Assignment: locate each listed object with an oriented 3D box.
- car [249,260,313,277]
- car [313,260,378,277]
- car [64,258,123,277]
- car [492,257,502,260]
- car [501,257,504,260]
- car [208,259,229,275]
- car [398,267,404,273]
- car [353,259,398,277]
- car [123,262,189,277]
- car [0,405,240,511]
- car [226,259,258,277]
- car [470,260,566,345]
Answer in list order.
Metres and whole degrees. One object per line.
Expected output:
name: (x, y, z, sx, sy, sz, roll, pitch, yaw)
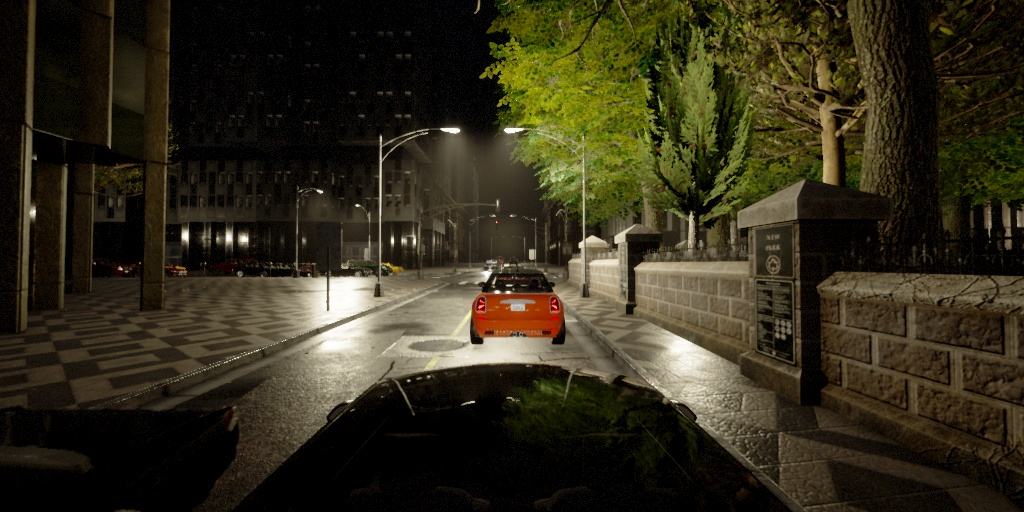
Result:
car: (-20.021, 1.283, 31.521, 4.313, 1.339, 1.948, 0, 0, 1)
car: (-14.508, 1.261, 31.466, 4.403, 1.370, 2.007, 0, 0, 1)
car: (-36.559, 1.055, 31.686, 5.009, 1.841, 2.192, 0, 0, 1)
car: (-2.875, 1.316, 50.753, 2.128, 1.511, 4.902, 0, 0, 0)
car: (-2.812, 1.358, 61.127, 1.837, 1.490, 4.892, 0, 0, 1)
car: (-30.968, 1.229, 40.154, 5.009, 1.841, 2.192, 0, 0, 1)
car: (-14.601, 1.418, 39.990, 4.829, 1.417, 1.751, 0, 0, 1)
car: (-13.739, 1.119, 34.138, 4.553, 1.767, 2.097, 0, -1, 0)
car: (-31.046, 1.314, 31.631, 4.207, 1.307, 1.802, 0, 0, 1)
car: (-3.010, 1.350, 0.466, 1.895, 1.301, 4.718, 0, 0, 0)
car: (-23.884, 1.285, 34.238, 4.892, 1.490, 1.837, 0, -1, 0)
car: (0.129, 1.105, 9.689, 2.097, 1.767, 4.553, 0, 0, 0)
